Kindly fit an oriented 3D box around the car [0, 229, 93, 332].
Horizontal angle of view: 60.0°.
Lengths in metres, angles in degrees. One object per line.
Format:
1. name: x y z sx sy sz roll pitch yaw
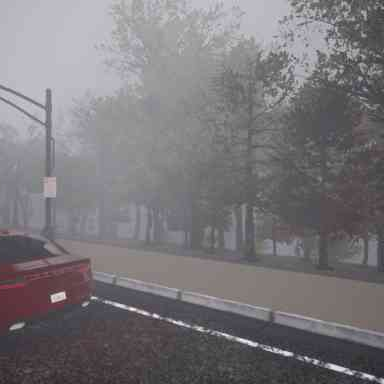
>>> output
1. car: -4.086 1.477 6.598 5.008 1.535 1.882 0 0 36
